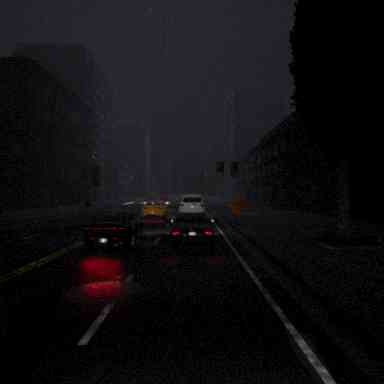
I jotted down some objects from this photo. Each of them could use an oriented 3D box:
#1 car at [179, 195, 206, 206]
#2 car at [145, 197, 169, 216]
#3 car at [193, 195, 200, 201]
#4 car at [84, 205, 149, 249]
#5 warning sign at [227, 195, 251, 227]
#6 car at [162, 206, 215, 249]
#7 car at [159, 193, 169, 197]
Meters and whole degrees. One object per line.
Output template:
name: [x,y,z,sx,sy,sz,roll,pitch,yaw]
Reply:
car: [0.022,1.261,29.609,2.150,2.045,5.566,0,0,0]
car: [-3.228,1.488,29.581,1.882,1.535,5.008,0,0,0]
car: [1.206,1.543,90.232,1.837,1.490,4.892,0,0,0]
car: [-3.239,1.518,14.581,1.837,1.490,4.892,0,0,0]
warning sign: [2.860,1.116,20.235,1.300,1.860,1.060,0,0,0]
car: [0.011,1.565,14.578,2.033,1.411,5.357,0,0,0]
car: [-6.442,1.199,77.247,2.150,2.045,5.566,0,0,0]
